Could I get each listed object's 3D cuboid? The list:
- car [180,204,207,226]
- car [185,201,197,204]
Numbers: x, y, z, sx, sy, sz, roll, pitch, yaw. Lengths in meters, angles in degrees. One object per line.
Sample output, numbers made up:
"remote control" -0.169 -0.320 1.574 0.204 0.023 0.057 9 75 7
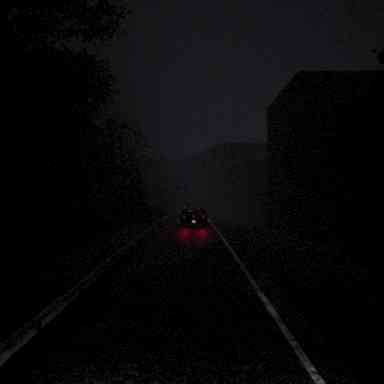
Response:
"car" 0.117 1.763 24.588 1.895 1.301 4.718 0 -1 0
"car" -0.148 1.947 41.864 2.097 1.767 4.553 0 -1 -4
